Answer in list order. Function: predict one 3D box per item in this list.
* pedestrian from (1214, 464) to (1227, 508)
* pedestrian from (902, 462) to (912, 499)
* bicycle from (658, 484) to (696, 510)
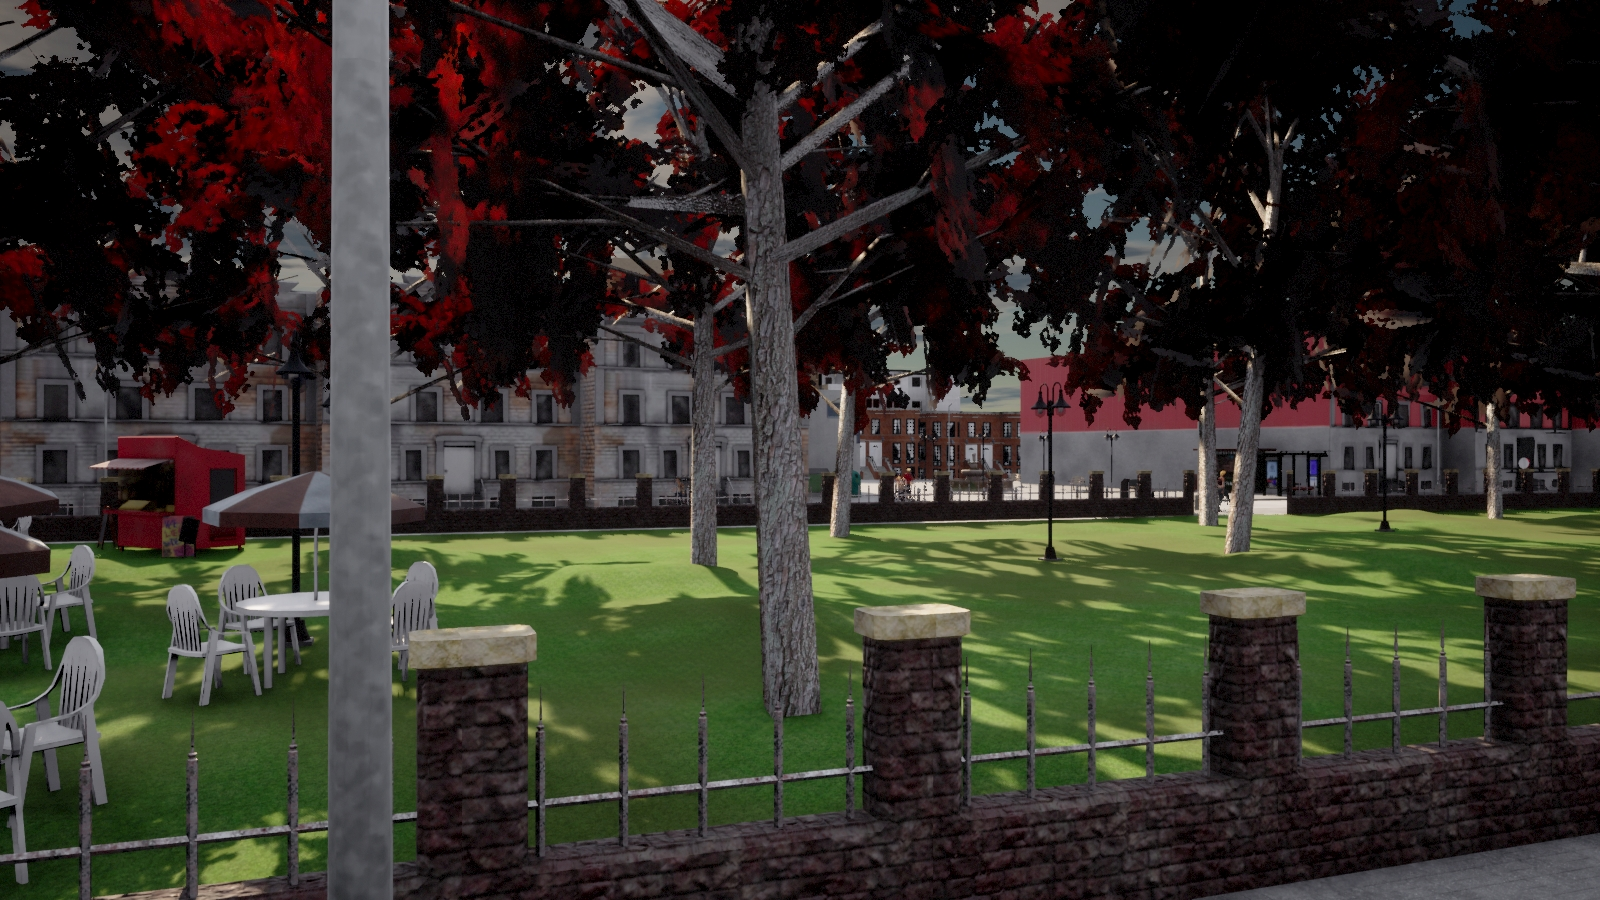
[{"bbox_3d":[18.093,1.539,49.204,0.375,1.860,0.375,0,0,-22],"label":"pedestrian"},{"bbox_3d":[5.472,1.535,58.267,0.375,1.860,0.375,0,0,44],"label":"pedestrian"},{"bbox_3d":[-5.400,2.041,50.043,1.487,1.080,0.859,0,0,-20],"label":"bicycle"}]
